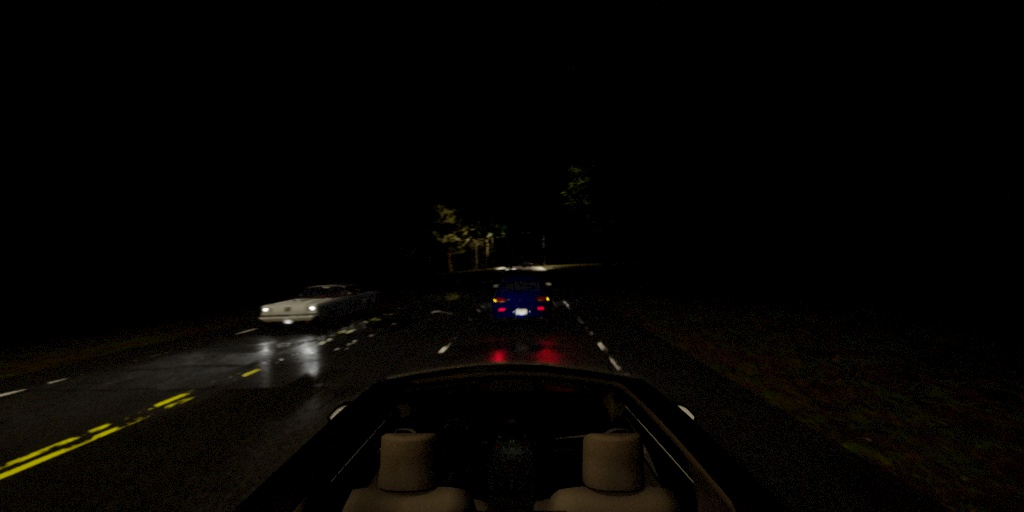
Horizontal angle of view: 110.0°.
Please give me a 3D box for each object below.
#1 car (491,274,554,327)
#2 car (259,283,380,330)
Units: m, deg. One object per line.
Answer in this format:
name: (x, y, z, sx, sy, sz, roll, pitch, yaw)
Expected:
car: (0.343, 1.327, 11.816, 1.812, 1.442, 4.674, -2, 0, 2)
car: (-6.602, 1.676, 12.896, 1.895, 1.301, 4.718, -2, 0, 2)
